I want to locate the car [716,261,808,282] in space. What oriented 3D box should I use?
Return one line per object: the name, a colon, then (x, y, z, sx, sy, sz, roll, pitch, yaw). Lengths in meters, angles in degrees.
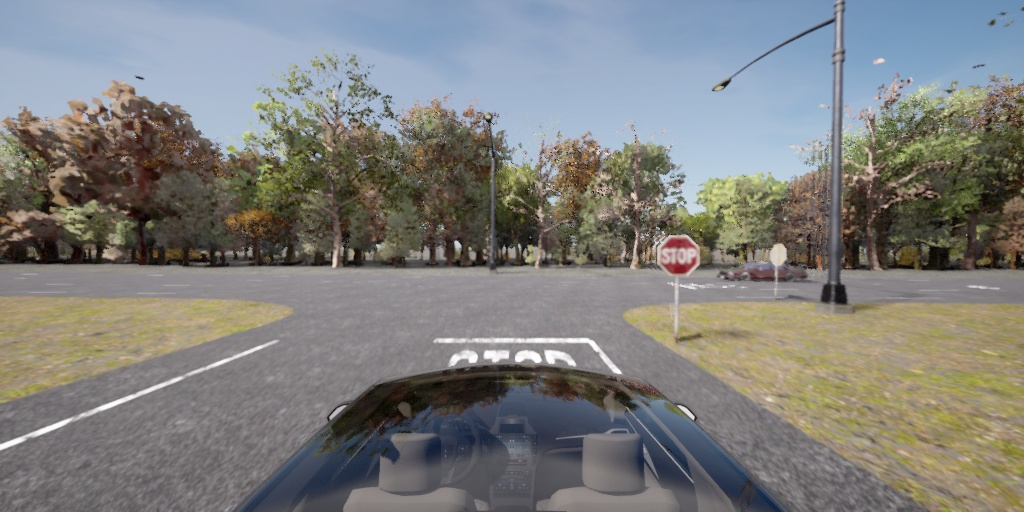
car: (17.149, 1.065, 24.669, 5.357, 1.411, 2.033, 0, 1, 0)
